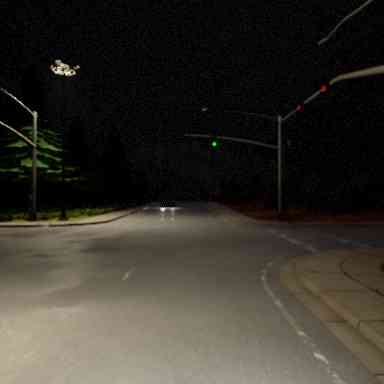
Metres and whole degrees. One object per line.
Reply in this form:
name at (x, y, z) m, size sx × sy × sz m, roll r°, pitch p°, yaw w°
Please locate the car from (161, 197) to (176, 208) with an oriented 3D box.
car at (-3.598, 1.571, 50.981) m, size 1.837 × 1.490 × 4.892 m, roll 0°, pitch 0°, yaw 0°
